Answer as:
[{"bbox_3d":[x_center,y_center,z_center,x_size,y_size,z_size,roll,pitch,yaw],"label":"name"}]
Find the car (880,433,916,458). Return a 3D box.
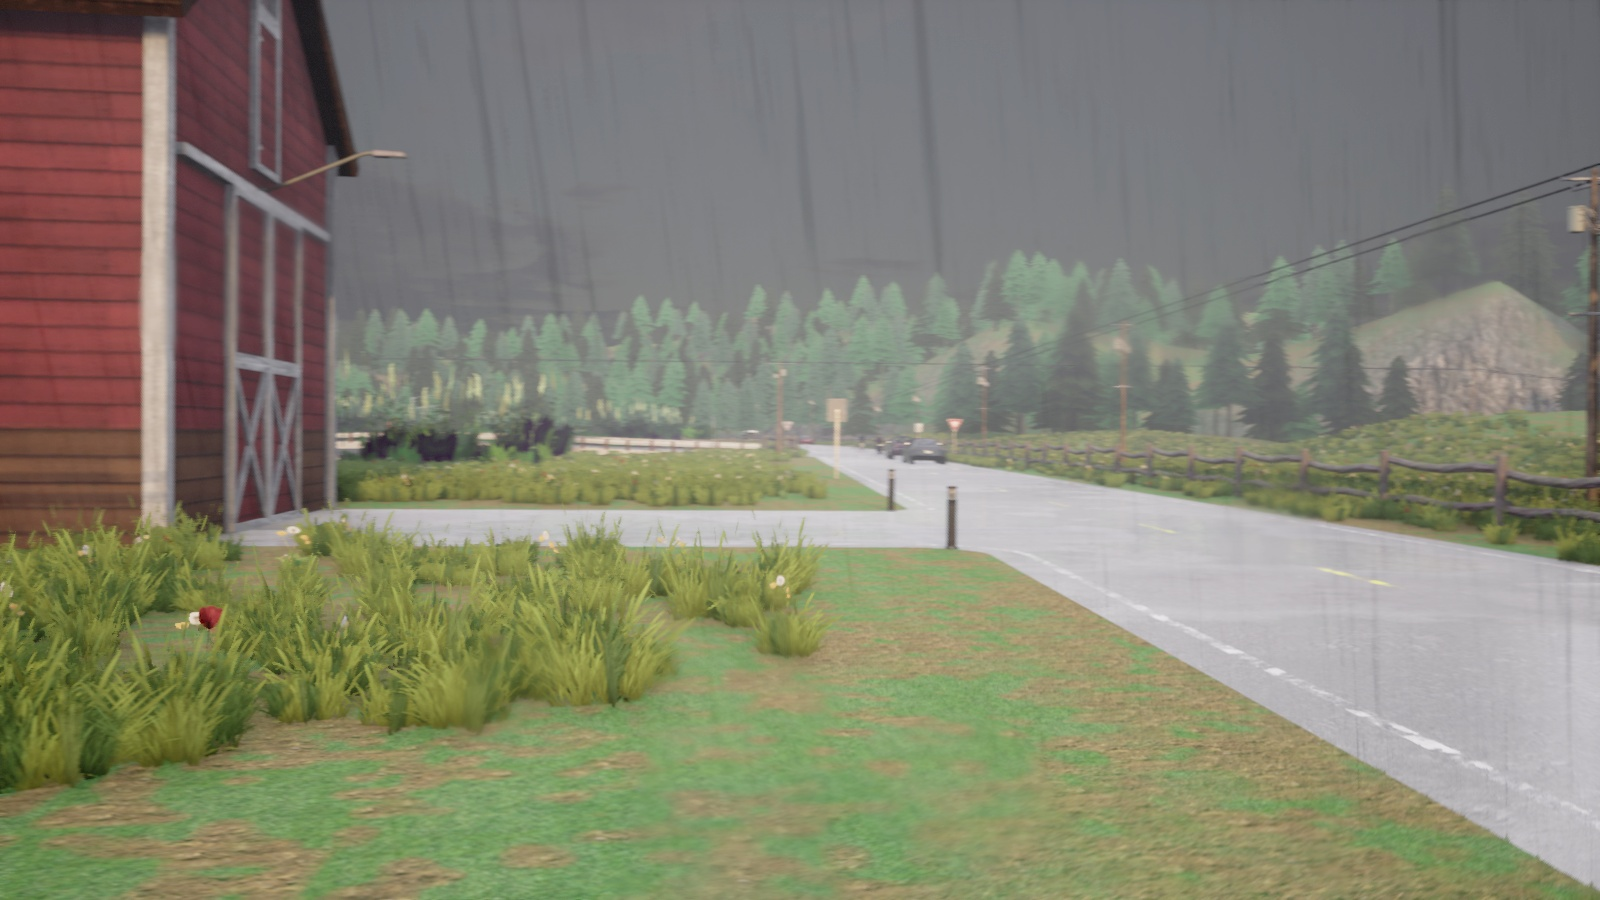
[{"bbox_3d":[6.109,-0.295,78.787,1.816,1.474,4.193,-1,1,-1],"label":"car"}]

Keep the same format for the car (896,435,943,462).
[{"bbox_3d":[6.378,-0.096,67.193,1.994,1.385,4.181,-1,1,-2],"label":"car"}]
